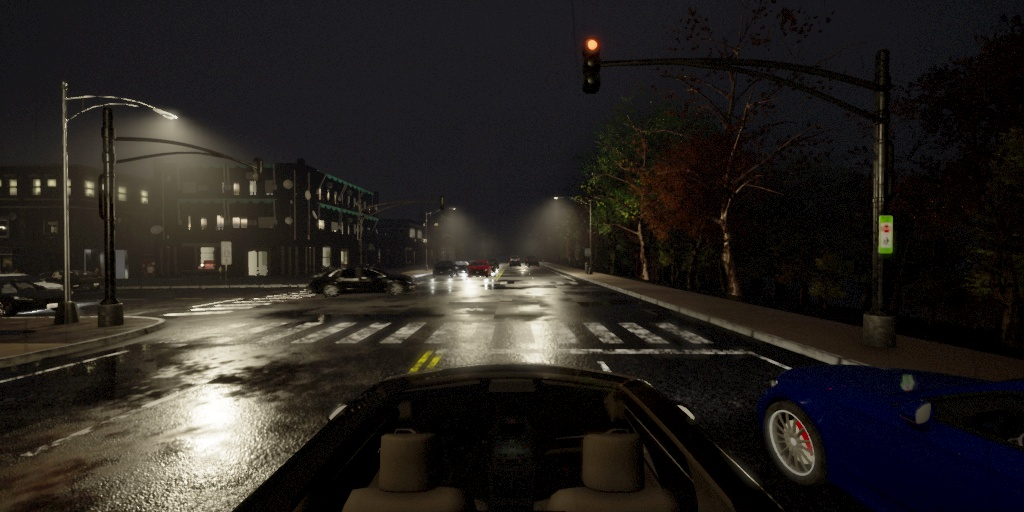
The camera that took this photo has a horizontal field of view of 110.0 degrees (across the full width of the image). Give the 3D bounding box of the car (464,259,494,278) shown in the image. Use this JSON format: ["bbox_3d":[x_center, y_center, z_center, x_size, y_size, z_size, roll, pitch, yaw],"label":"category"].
[{"bbox_3d":[-3.074,1.216,34.580,1.882,1.535,5.008,0,0,1],"label":"car"}]

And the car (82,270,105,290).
[{"bbox_3d":[-28.118,1.559,22.401,4.403,1.370,2.007,0,0,1],"label":"car"}]

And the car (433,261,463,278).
[{"bbox_3d":[-6.330,1.216,34.738,1.882,1.535,5.008,0,0,1],"label":"car"}]

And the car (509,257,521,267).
[{"bbox_3d":[0.609,1.288,64.554,1.994,1.385,4.181,0,0,0],"label":"car"}]

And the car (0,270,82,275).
[{"bbox_3d":[-23.396,1.538,16.560,4.674,1.442,1.812,-1,1,0],"label":"car"}]

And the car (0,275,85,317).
[{"bbox_3d":[-19.854,1.564,13.822,4.313,1.339,1.948,0,0,1],"label":"car"}]

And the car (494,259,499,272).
[{"bbox_3d":[-2.994,1.260,44.641,1.812,1.442,4.674,0,0,1],"label":"car"}]

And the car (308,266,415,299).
[{"bbox_3d":[-7.361,1.251,17.873,4.892,1.490,1.837,0,1,-18],"label":"car"}]

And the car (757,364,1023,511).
[{"bbox_3d":[3.355,1.276,1.635,1.812,1.442,4.674,0,0,1],"label":"car"}]

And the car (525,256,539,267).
[{"bbox_3d":[3.853,1.202,64.701,1.882,1.535,5.008,0,0,1],"label":"car"}]
